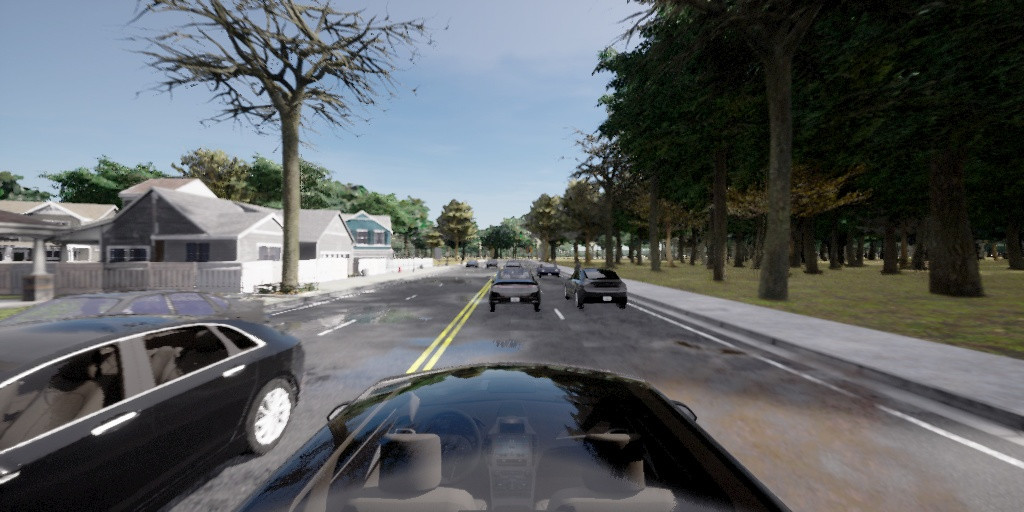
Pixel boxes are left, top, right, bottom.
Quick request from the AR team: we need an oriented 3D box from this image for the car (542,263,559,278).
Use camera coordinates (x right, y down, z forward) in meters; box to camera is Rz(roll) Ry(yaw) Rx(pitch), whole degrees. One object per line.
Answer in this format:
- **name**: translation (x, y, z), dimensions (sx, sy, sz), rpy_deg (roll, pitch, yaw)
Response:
- **car**: translation (3.357, 1.346, 34.085), dimensions (1.895, 1.301, 4.718), rpy_deg (0, 0, 0)

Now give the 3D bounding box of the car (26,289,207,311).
- **car**: translation (-6.599, 1.298, 6.075), dimensions (2.033, 1.411, 5.357), rpy_deg (0, 0, 0)

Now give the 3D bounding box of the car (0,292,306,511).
- **car**: translation (-3.350, 1.254, 2.292), dimensions (1.837, 1.490, 4.892), rpy_deg (0, 0, 0)

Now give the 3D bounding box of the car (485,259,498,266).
- **car**: translation (-3.252, 1.243, 58.211), dimensions (1.837, 1.490, 4.892), rpy_deg (0, -1, 0)

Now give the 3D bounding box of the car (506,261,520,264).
- **car**: translation (0.107, 1.237, 33.687), dimensions (2.128, 1.511, 4.902), rpy_deg (0, 0, 0)

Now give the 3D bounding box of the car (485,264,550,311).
- **car**: translation (0.105, 1.241, 14.399), dimensions (2.128, 1.511, 4.902), rpy_deg (0, 0, 0)

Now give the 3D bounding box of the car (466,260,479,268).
- **car**: translation (-6.492, 1.283, 59.279), dimensions (2.033, 1.411, 5.357), rpy_deg (0, 0, 0)

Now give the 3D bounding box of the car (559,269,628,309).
- **car**: translation (3.352, 1.255, 15.034), dimensions (1.837, 1.490, 4.892), rpy_deg (0, 0, 0)
